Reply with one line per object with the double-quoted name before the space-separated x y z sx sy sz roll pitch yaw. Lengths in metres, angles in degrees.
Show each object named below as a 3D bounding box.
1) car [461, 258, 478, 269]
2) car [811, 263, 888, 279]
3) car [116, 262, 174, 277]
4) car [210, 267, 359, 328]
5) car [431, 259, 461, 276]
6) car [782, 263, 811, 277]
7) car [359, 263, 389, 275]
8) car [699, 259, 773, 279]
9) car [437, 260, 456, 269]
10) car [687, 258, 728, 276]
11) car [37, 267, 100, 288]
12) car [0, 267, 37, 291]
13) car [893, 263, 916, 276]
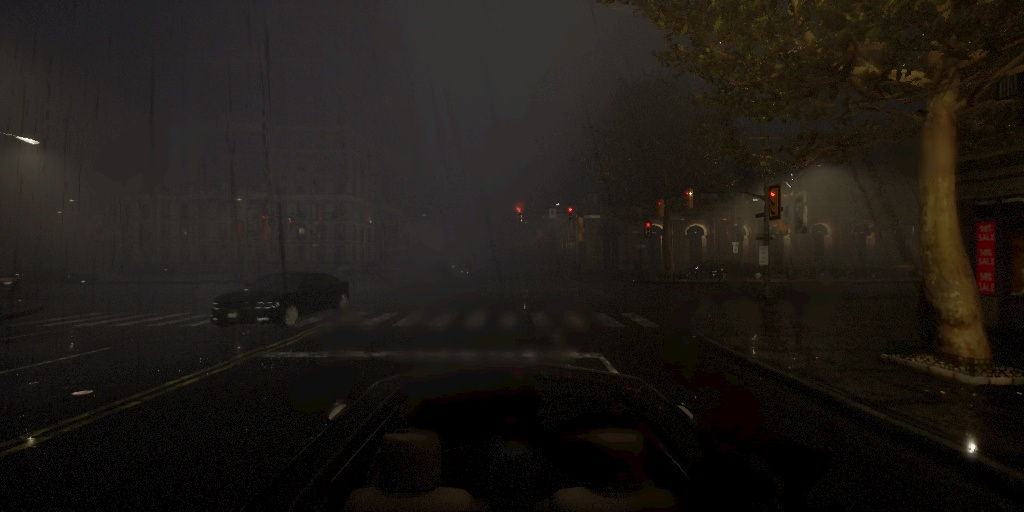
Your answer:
"car" -6.918 1.259 55.471 2.128 1.511 4.902 0 0 0
"car" 29.382 1.360 31.159 4.718 1.301 1.895 0 0 1
"car" -36.019 1.325 35.247 4.181 1.385 1.994 0 0 0
"car" -7.063 1.231 11.571 1.882 1.535 5.008 0 0 0
"car" -6.989 1.309 37.270 2.033 1.411 5.357 0 0 0
"car" 29.396 1.362 34.659 4.718 1.301 1.895 0 0 1
"car" -15.435 1.362 37.164 4.718 1.301 1.895 0 0 -39
"car" 19.435 1.264 31.248 4.892 1.490 1.837 0 0 1
"car" -10.415 1.315 57.252 2.033 1.411 5.357 0 0 0
"car" 19.456 1.113 34.750 4.553 1.767 2.097 0 0 0
"car" -30.277 1.358 23.501 4.718 1.301 1.895 0 0 1
"car" -30.500 1.247 20.004 4.902 1.511 2.128 0 0 1
"car" 39.858 1.238 34.554 5.008 1.535 1.882 0 0 1
